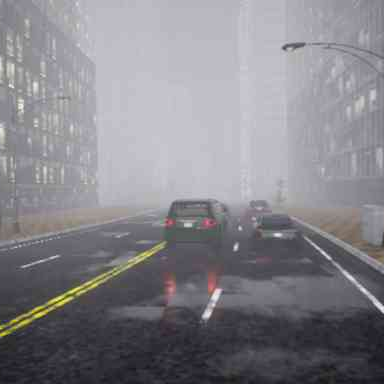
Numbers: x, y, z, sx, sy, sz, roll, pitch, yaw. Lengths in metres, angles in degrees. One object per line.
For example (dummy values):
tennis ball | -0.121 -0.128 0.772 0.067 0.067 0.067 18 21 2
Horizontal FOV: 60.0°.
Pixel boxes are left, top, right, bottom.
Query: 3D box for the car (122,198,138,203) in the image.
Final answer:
car | -16.769 2.274 90.283 4.313 1.339 1.947 -1 0 4

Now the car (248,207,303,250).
car | 3.593 1.594 14.537 1.994 1.385 4.181 -1 0 10

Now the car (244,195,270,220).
car | 5.775 1.424 29.459 2.097 1.767 4.553 -1 0 6

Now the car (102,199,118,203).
car | -22.440 2.351 90.694 4.206 1.307 1.802 -1 0 4

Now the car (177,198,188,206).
car | -1.773 1.944 65.153 1.812 1.442 4.674 -1 0 3

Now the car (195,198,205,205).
car | 1.768 1.927 70.744 1.994 1.385 4.181 -1 0 3

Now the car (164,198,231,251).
car | 0.339 1.304 14.840 2.150 2.045 5.566 -1 0 10
